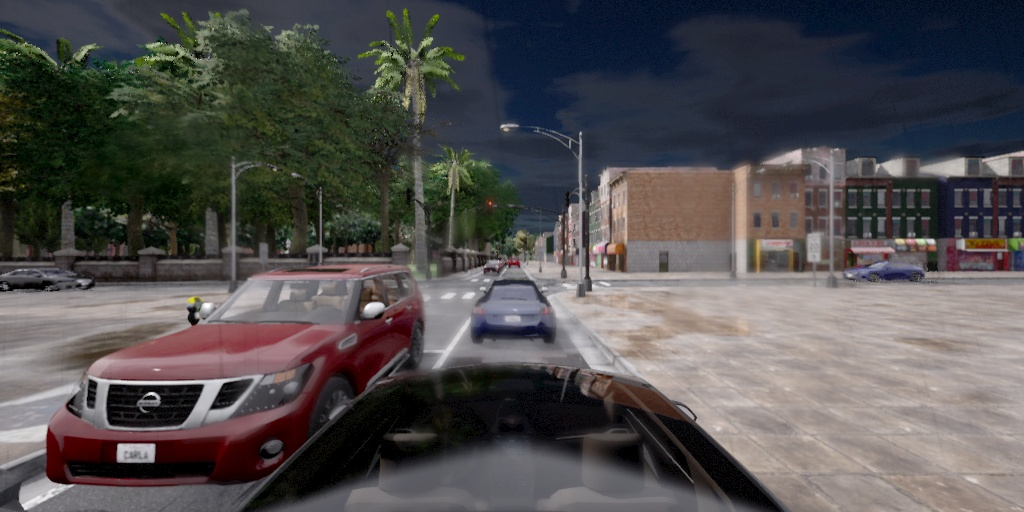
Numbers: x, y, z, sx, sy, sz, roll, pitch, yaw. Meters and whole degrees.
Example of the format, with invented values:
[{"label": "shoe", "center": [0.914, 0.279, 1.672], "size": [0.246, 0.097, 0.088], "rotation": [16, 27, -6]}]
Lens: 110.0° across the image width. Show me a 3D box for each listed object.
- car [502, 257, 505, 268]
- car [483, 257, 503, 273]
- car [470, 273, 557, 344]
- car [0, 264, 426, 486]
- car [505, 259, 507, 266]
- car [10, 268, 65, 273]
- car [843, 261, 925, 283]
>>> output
[{"label": "car", "center": [-2.349, 1.279, 48.863], "size": [1.967, 1.591, 4.097], "rotation": [0, 0, 0]}, {"label": "car", "center": [-2.385, 1.258, 43.175], "size": [1.967, 1.591, 4.097], "rotation": [0, 0, 0]}, {"label": "car", "center": [0.045, 1.315, 9.644], "size": [1.994, 1.385, 4.181], "rotation": [0, 0, 1]}, {"label": "car", "center": [-2.621, 1.064, 5.030], "size": [2.192, 1.841, 5.009], "rotation": [0, 0, 0]}, {"label": "car", "center": [-2.280, 1.471, 60.240], "size": [1.802, 1.307, 4.207], "rotation": [0, 0, 0]}, {"label": "car", "center": [-29.305, 1.531, 22.568], "size": [4.902, 1.511, 2.128], "rotation": [-1, 0, 0]}, {"label": "car", "center": [26.148, 1.106, 25.237], "size": [4.674, 1.442, 1.812], "rotation": [0, 0, 0]}]
